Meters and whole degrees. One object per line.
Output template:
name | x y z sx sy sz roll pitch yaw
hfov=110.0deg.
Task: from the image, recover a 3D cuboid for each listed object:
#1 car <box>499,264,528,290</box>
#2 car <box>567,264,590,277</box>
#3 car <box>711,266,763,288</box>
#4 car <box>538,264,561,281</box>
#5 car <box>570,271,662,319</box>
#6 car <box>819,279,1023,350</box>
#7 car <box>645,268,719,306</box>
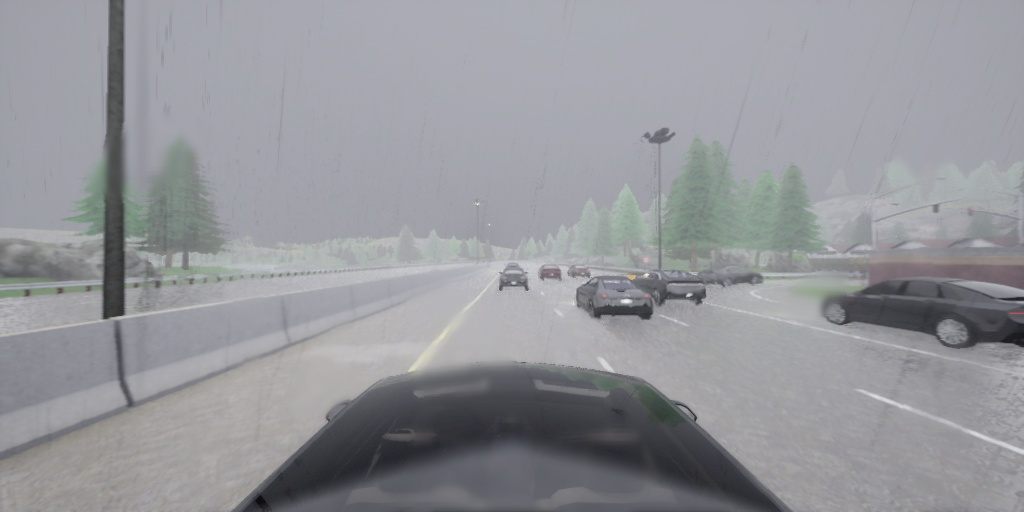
car | 0.108 1.480 24.239 1.812 1.442 4.674 0 0 0
car | 7.113 1.608 38.328 1.812 1.442 4.674 0 0 0
car | 15.543 1.427 25.563 4.902 1.511 2.128 -1 -2 -20
car | 3.610 1.528 34.832 1.882 1.535 5.008 0 0 0
car | 3.604 1.419 13.304 1.994 1.385 4.181 0 0 0
car | 10.602 1.322 9.286 1.837 1.490 4.892 0 -1 0
car | 7.105 1.379 16.790 2.128 1.511 4.902 0 0 0
